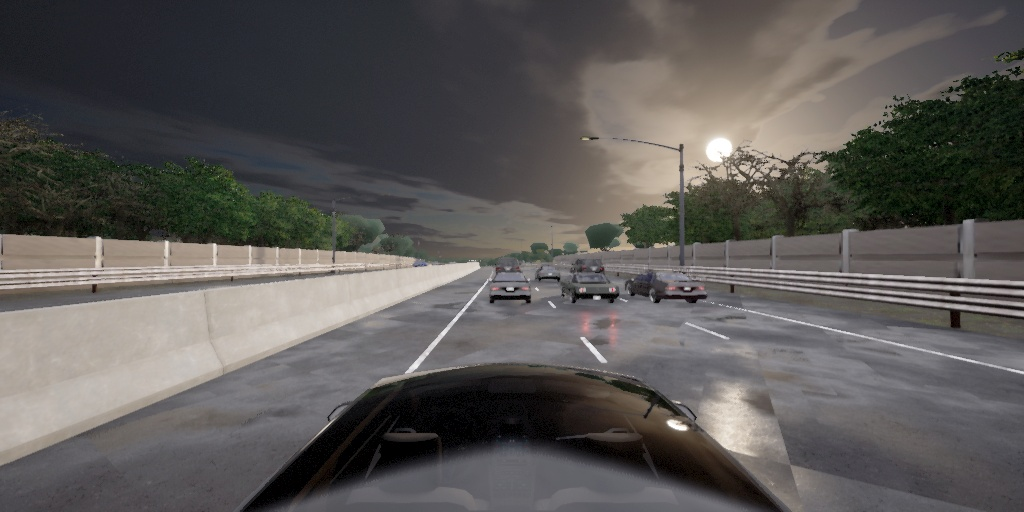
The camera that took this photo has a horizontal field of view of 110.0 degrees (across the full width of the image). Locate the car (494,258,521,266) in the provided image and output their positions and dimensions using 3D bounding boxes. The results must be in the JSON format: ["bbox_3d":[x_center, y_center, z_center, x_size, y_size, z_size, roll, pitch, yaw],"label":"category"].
[{"bbox_3d":[-0.384,1.201,31.717,2.150,2.045,5.566,0,-1,-1],"label":"car"}]

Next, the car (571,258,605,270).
[{"bbox_3d":[6.614,1.203,31.895,2.150,2.045,5.566,0,-1,-1],"label":"car"}]

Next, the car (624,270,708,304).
[{"bbox_3d":[6.903,1.362,16.707,2.033,1.411,5.357,0,0,-1],"label":"car"}]

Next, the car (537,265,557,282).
[{"bbox_3d":[3.115,1.517,31.773,1.994,1.385,4.181,0,-1,-1],"label":"car"}]

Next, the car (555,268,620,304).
[{"bbox_3d":[3.402,1.415,16.692,1.895,1.301,4.718,0,0,-1],"label":"car"}]

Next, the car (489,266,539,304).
[{"bbox_3d":[-0.097,1.361,16.618,2.033,1.411,5.357,0,0,-1],"label":"car"}]
